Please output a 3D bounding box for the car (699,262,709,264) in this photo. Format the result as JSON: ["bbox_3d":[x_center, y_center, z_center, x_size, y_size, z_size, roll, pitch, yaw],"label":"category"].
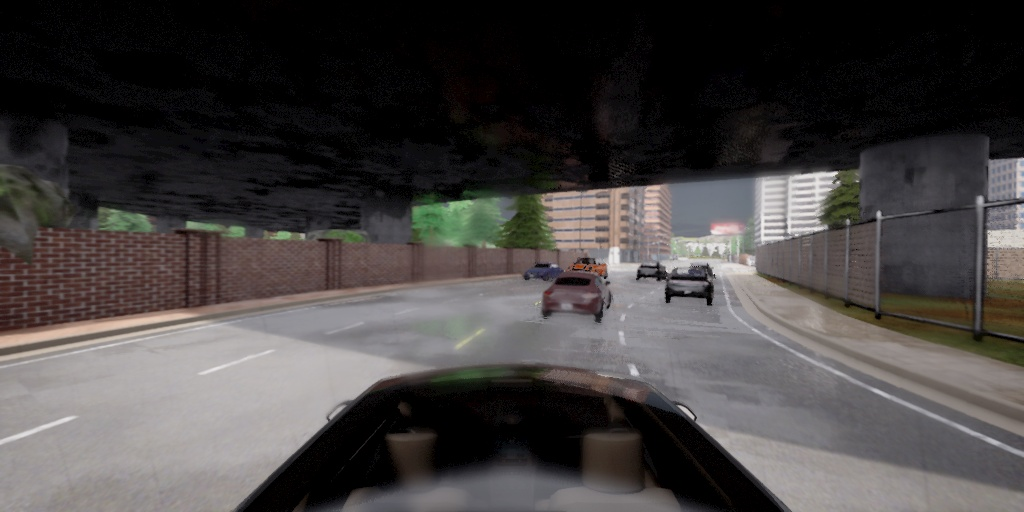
[{"bbox_3d":[16.665,1.312,31.749,1.837,1.490,4.892,1,0,30],"label":"car"}]

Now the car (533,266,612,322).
[{"bbox_3d":[2.305,1.249,12.237,1.812,1.442,4.674,1,0,19],"label":"car"}]

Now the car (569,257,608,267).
[{"bbox_3d":[5.664,0.850,26.752,2.097,1.767,4.553,1,0,30],"label":"car"}]

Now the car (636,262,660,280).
[{"bbox_3d":[11.751,1.242,30.163,2.128,1.511,4.902,1,0,29],"label":"car"}]

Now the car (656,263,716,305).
[{"bbox_3d":[8.183,1.268,16.530,2.128,1.511,4.902,1,0,28],"label":"car"}]

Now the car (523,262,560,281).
[{"bbox_3d":[2.601,1.202,28.456,1.812,1.442,4.674,1,0,30],"label":"car"}]
